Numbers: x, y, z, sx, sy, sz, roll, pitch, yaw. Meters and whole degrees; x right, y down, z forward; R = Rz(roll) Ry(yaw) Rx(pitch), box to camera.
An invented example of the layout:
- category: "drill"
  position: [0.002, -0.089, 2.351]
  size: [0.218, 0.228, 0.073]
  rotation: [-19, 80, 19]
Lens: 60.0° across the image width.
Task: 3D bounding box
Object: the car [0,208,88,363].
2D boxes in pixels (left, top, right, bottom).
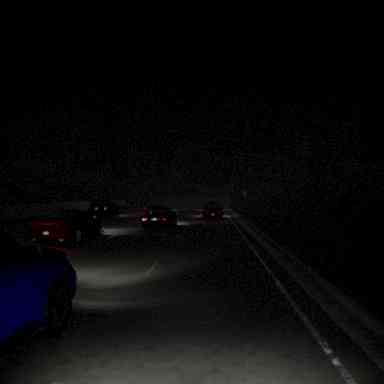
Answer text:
- category: "car"
  position: [-3.193, 1.246, 3.564]
  size: [2.150, 2.045, 5.566]
  rotation: [0, -1, 2]

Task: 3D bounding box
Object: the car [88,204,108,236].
- category: "car"
  position: [-5.972, 1.601, 16.435]
  size: [1.882, 1.535, 5.008]
  rotation: [0, 0, 3]

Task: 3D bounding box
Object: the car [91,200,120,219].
- category: "car"
  position: [-8.520, 1.597, 32.293]
  size: [2.097, 1.767, 4.553]
  rotation: [0, 0, 4]

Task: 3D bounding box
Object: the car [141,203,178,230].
- category: "car"
  position: [-2.101, 1.723, 22.601]
  size: [2.033, 1.411, 5.357]
  rotation: [0, 0, 4]

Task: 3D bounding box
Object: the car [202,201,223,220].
- category: "car"
  position: [1.897, 1.768, 30.612]
  size: [1.812, 1.442, 4.674]
  rotation: [0, 0, 3]

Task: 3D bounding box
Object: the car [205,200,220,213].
- category: "car"
  position: [2.710, 1.873, 43.957]
  size: [1.812, 1.442, 4.674]
  rotation: [0, 0, 3]
